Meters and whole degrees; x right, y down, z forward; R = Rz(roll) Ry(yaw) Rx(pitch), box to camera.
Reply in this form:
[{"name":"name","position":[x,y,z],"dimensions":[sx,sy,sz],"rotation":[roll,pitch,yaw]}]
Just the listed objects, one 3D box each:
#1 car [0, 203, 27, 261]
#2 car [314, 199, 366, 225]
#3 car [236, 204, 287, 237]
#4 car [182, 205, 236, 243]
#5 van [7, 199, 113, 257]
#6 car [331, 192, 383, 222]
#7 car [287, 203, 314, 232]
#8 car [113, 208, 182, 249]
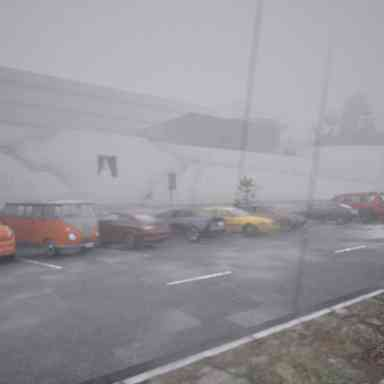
[{"name":"car","position":[-7.850,1.367,10.983],"dimensions":[4.553,1.767,2.185],"rotation":[-1,-1,34]},{"name":"car","position":[9.141,1.440,23.130],"dimensions":[4.674,1.452,2.002],"rotation":[-1,0,34]},{"name":"car","position":[2.005,1.463,17.834],"dimensions":[5.366,1.575,1.946],"rotation":[-1,-1,34]},{"name":"car","position":[-0.609,1.514,16.214],"dimensions":[4.792,1.488,2.163],"rotation":[-1,0,34]},{"name":"van","position":[-5.340,1.268,12.678],"dimensions":[4.442,1.987,1.878],"rotation":[-1,-1,35]},{"name":"car","position":[11.538,1.120,24.880],"dimensions":[5.566,2.045,2.435],"rotation":[-1,0,34]},{"name":"car","position":[4.304,1.480,19.652],"dimensions":[4.792,1.488,2.163],"rotation":[-1,-1,35]},{"name":"car","position":[-3.011,1.530,14.462],"dimensions":[4.674,1.452,2.002],"rotation":[-1,0,35]}]
